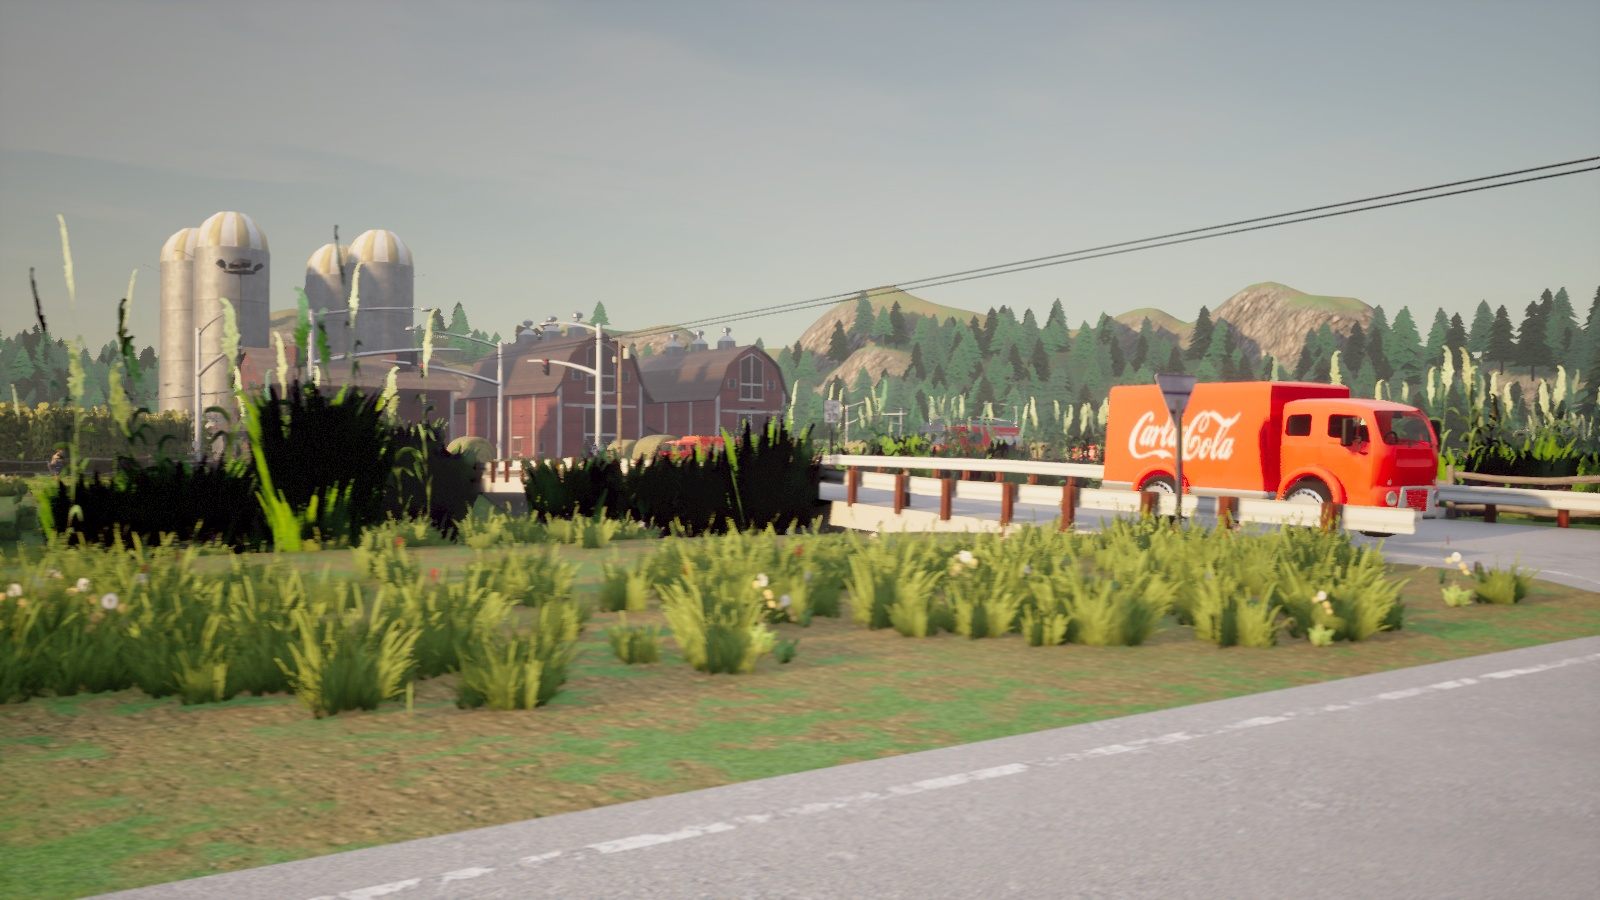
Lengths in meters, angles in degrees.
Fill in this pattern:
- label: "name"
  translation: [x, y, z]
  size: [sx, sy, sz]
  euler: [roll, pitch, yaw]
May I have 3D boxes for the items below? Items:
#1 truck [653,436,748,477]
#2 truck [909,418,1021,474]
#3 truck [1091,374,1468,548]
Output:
- label: "truck"
  translation: [-6.065, 0.422, 76.792]
  size: [5.204, 2.467, 2.627]
  euler: [1, -1, -38]
- label: "truck"
  translation: [12.010, -0.274, 90.796]
  size: [8.468, 3.827, 2.891]
  euler: [0, 0, -38]
- label: "truck"
  translation: [7.685, 0.092, 20.714]
  size: [2.627, 2.467, 5.204]
  euler: [0, 1, -33]
